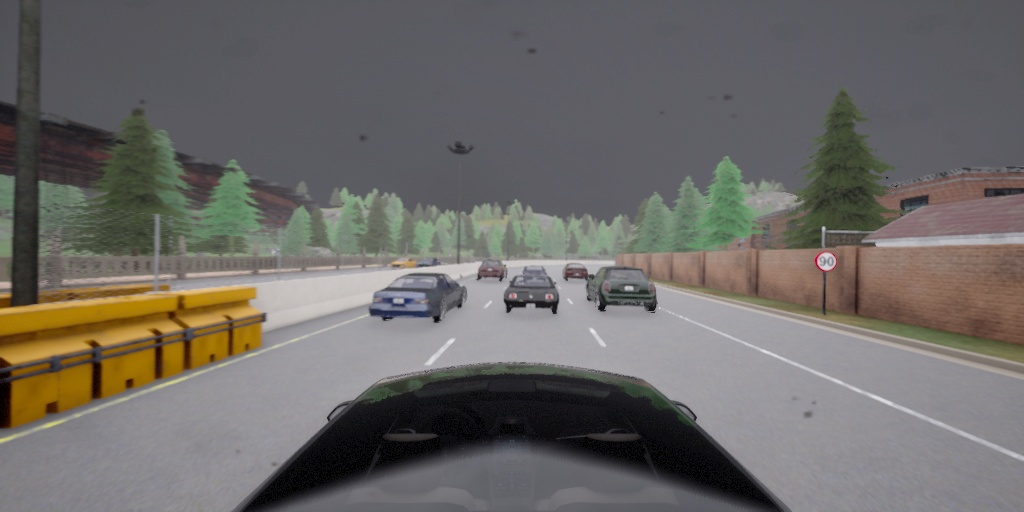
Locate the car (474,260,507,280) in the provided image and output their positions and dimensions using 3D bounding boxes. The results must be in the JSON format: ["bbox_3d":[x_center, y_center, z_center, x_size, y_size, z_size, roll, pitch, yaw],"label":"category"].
[{"bbox_3d":[-1.590,1.098,30.466,2.097,1.767,4.553,1,0,4],"label":"car"}]

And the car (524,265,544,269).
[{"bbox_3d":[1.812,1.411,29.094,1.895,1.301,4.718,1,0,4],"label":"car"}]

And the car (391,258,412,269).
[{"bbox_3d":[-14.443,0.999,47.862,1.882,1.535,5.008,1,0,6],"label":"car"}]

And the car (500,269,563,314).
[{"bbox_3d":[0.802,1.378,14.127,1.895,1.301,4.718,1,0,4],"label":"car"}]

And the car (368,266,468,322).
[{"bbox_3d":[-2.861,1.253,12.106,2.033,1.411,5.357,1,0,4],"label":"car"}]

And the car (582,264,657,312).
[{"bbox_3d":[4.380,1.196,15.019,2.097,1.767,4.553,1,0,4],"label":"car"}]

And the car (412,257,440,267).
[{"bbox_3d":[-10.973,0.938,47.086,2.097,1.767,4.553,1,0,6],"label":"car"}]

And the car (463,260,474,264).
[{"bbox_3d":[-6.221,1.248,55.820,1.994,1.385,4.181,1,0,11],"label":"car"}]

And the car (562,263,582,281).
[{"bbox_3d":[5.523,1.360,31.830,1.882,1.535,5.008,1,0,4],"label":"car"}]
